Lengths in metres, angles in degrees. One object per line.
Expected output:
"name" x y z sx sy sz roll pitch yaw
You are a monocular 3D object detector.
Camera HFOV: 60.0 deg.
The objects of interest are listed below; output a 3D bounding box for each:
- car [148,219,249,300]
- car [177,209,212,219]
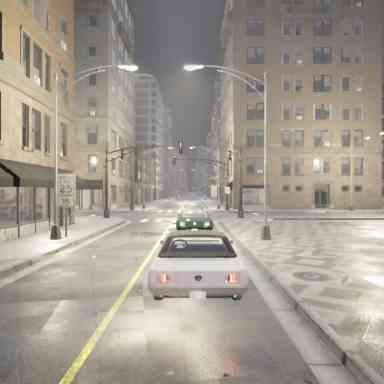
"car" 0.116 1.601 8.316 1.895 1.301 4.718 0 0 0
"car" 0.134 1.600 18.551 1.895 1.301 4.718 0 0 0
